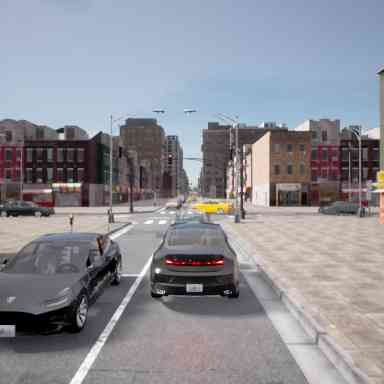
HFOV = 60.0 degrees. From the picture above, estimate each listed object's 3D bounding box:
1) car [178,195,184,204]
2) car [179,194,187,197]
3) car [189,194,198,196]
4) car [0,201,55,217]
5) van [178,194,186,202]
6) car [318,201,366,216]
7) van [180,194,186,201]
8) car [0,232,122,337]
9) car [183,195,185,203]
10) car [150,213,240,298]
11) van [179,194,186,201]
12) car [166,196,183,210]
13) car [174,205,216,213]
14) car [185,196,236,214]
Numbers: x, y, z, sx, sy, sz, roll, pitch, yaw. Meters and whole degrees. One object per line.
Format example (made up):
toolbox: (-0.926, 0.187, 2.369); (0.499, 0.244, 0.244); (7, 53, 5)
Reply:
car: (-2.547, 1.609, 50.193); (1.887, 1.381, 4.507); (0, 0, 0)
car: (-2.519, 1.554, 67.010); (1.967, 1.590, 4.097); (0, 0, 0)
car: (0.145, 1.655, 84.383); (1.882, 1.535, 5.008); (0, 0, 0)
car: (-14.713, 1.543, 29.512); (4.892, 1.490, 1.837); (0, 0, 0)
van: (-2.489, 1.516, 83.827); (1.690, 1.788, 3.998); (0, 0, 0)
car: (14.549, 1.567, 32.368); (4.181, 1.385, 1.994); (0, 0, 0)
van: (-2.470, 1.561, 95.038); (1.690, 1.788, 3.998); (0, 0, 0)
car: (-2.622, 1.568, 6.819); (1.947, 1.339, 4.313); (0, 0, 0)
car: (-2.538, 1.661, 55.799); (1.802, 1.307, 4.206); (0, 0, 0)
car: (0.085, 1.508, 8.496); (1.837, 1.490, 4.892); (0, 0, 1)
van: (-2.479, 1.538, 89.432); (1.690, 1.788, 3.998); (0, 0, 0)
car: (-2.557, 1.576, 44.419); (1.752, 1.417, 4.829); (0, 0, 0)
car: (0.059, 1.610, 17.707); (1.895, 1.301, 4.718); (0, 0, 1)
car: (2.106, 1.517, 34.475); (5.008, 1.535, 1.882); (0, 1, 32)
